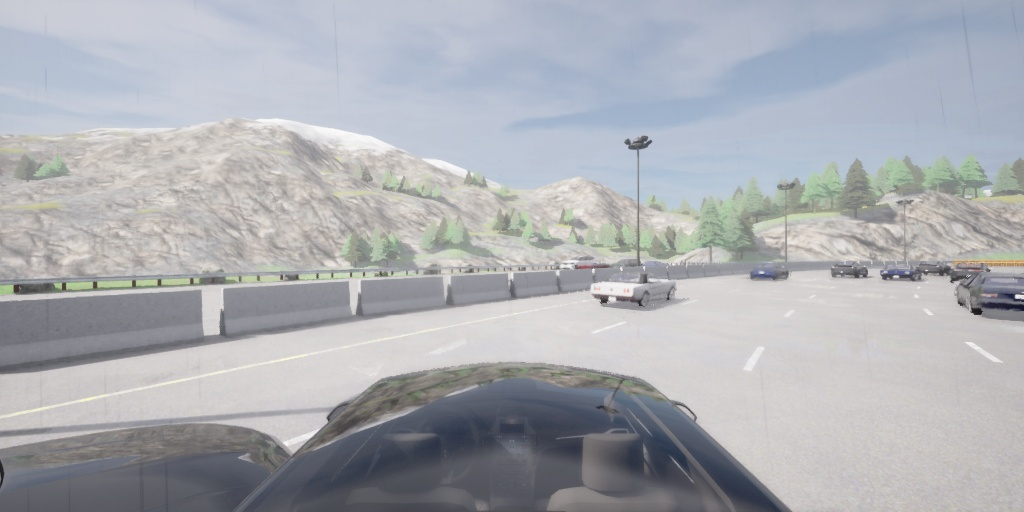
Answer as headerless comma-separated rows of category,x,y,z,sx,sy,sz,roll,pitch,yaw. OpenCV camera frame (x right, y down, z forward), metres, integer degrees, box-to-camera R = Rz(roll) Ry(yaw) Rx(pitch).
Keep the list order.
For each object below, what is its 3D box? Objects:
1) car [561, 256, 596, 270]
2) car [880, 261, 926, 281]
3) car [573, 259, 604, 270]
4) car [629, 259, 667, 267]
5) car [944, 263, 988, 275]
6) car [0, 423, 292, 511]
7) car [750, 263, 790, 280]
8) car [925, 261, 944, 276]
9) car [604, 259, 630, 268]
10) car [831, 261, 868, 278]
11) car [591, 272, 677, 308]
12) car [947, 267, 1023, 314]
car,8.947,0.976,47.357,5.566,2.045,2.150,0,0,-38
car,32.304,1.351,29.710,4.718,1.301,1.895,0,0,-35
car,10.090,1.350,43.790,4.718,1.301,1.895,0,0,-39
car,15.091,1.275,38.828,4.674,1.442,1.812,0,0,-38
car,34.984,1.239,27.296,4.902,1.511,2.128,0,0,-36
car,-2.982,1.255,0.505,4.892,1.490,1.837,0,0,-45
car,22.101,1.314,30.717,4.181,1.385,1.994,0,0,-39
car,43.308,1.241,36.844,4.902,1.511,2.128,0,0,-31
car,13.351,1.100,41.915,4.553,1.767,2.097,0,0,-38
car,31.370,1.241,33.320,4.902,1.511,2.128,0,0,-35
car,5.398,1.350,15.422,1.895,1.301,4.718,0,0,43
car,17.478,1.298,12.742,5.357,1.411,2.033,0,0,-44
